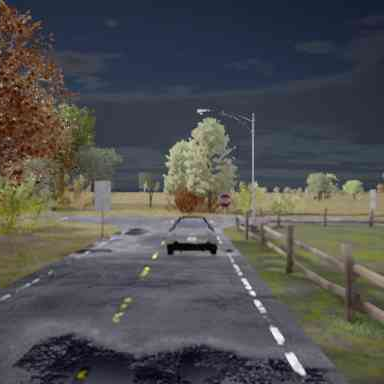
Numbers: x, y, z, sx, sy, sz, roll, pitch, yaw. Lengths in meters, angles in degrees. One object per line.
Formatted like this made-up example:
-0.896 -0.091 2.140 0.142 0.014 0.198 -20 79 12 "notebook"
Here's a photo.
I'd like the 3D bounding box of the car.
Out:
0.004 1.702 14.120 1.994 1.385 4.181 0 -1 0 "car"
